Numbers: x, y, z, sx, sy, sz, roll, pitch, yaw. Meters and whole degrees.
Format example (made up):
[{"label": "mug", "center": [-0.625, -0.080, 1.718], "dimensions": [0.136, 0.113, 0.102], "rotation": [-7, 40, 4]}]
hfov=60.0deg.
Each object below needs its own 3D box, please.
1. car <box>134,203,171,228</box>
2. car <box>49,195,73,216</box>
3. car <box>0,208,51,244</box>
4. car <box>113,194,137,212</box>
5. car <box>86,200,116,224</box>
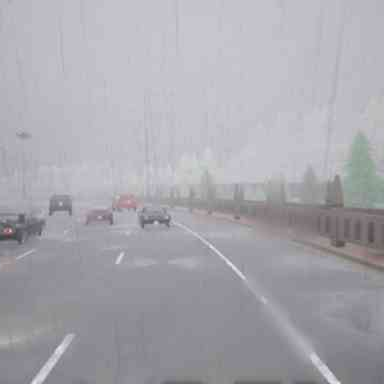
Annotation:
[{"label": "car", "center": [-2.679, 1.602, 22.639], "dimensions": [1.895, 1.301, 4.718], "rotation": [0, 0, -12]}, {"label": "car", "center": [-13.588, 1.293, 34.529], "dimensions": [2.150, 2.045, 5.566], "rotation": [0, 0, -21]}, {"label": "car", "center": [-8.411, 1.637, 15.687], "dimensions": [1.895, 1.301, 4.718], "rotation": [0, 0, -9]}, {"label": "car", "center": [-8.082, 1.247, 39.565], "dimensions": [2.150, 2.045, 5.566], "rotation": [0, 0, -22]}, {"label": "car", "center": [-6.836, 1.552, 24.769], "dimensions": [1.812, 1.442, 4.674], "rotation": [0, 0, -14]}]
